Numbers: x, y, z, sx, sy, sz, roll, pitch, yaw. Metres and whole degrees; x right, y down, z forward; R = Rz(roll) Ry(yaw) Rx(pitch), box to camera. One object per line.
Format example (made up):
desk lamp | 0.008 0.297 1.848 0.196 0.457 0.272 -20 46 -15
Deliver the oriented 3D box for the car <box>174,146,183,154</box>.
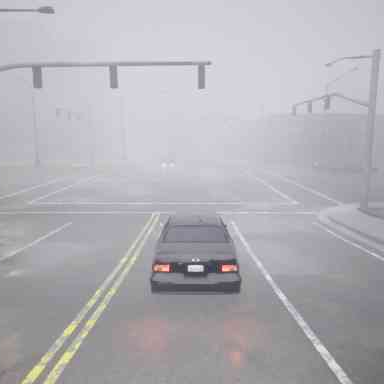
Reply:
car | -3.451 -8.517 71.208 2.033 1.411 5.357 0 9 0

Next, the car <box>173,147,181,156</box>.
car | -3.526 -6.893 61.013 1.837 1.490 4.892 0 9 0

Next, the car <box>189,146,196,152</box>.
car | 0.062 -11.808 91.155 1.994 1.385 4.181 0 9 0

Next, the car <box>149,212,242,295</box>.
car | 0.080 1.217 8.409 2.033 1.411 5.357 0 4 0

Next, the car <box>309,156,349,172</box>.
car | 15.579 -3.196 37.333 4.553 1.767 2.097 0 9 0

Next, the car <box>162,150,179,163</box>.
car | -3.561 -5.307 51.535 2.033 1.411 5.357 0 9 0

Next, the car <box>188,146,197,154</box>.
car | 0.055 -10.321 81.097 2.097 1.767 4.553 0 9 0

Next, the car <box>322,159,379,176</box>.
car | 16.271 -2.388 33.919 4.718 1.301 1.895 0 9 -1
